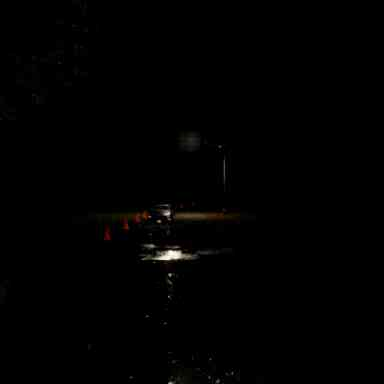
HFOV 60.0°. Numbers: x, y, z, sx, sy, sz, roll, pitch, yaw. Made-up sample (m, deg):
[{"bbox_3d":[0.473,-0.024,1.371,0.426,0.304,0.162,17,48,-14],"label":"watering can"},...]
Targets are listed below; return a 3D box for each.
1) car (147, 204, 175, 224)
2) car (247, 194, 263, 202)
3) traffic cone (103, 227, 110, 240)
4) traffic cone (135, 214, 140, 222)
[{"bbox_3d":[-2.340,1.663,25.873,2.033,1.411,5.357,0,0,-1],"label":"car"},{"bbox_3d":[14.246,1.309,74.789,2.097,1.767,4.553,0,1,39],"label":"car"},{"bbox_3d":[-4.151,2.028,16.302,0.340,0.580,0.340,0,0,-1],"label":"traffic cone"},{"bbox_3d":[-4.318,2.058,26.301,0.340,0.580,0.340,0,0,-1],"label":"traffic cone"}]
